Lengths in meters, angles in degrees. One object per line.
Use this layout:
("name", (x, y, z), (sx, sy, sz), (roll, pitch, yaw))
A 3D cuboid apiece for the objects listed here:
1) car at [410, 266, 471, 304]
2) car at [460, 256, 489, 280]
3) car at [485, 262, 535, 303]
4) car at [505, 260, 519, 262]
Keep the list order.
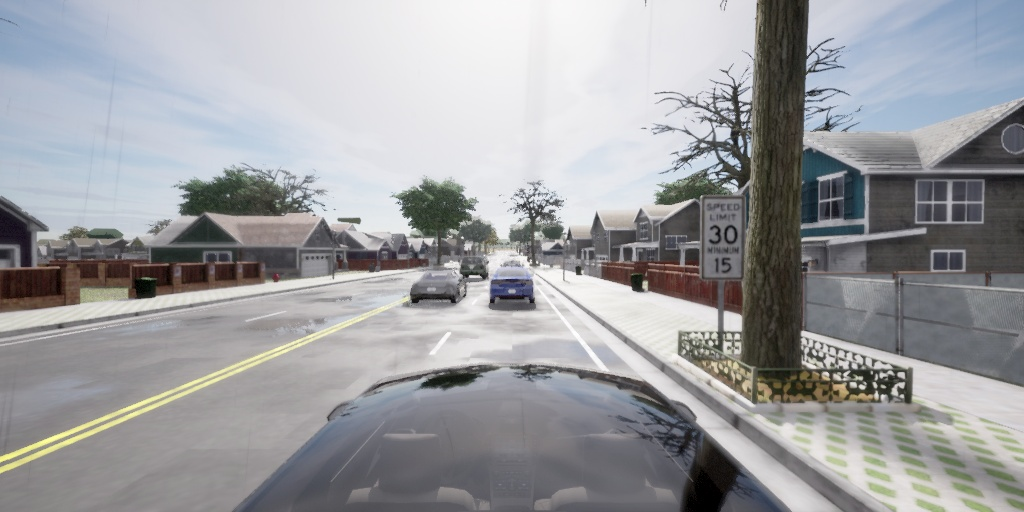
("car", (-3.249, 1.321, 16.504), (1.994, 1.385, 4.181), (0, 0, 0))
("car", (-3.249, 1.022, 31.535), (2.150, 2.045, 5.566), (0, 0, 0))
("car", (0.001, 1.233, 16.504), (1.882, 1.535, 5.008), (0, 0, 0))
("car", (0.001, 1.130, 31.476), (2.097, 1.767, 4.553), (0, 0, 0))
